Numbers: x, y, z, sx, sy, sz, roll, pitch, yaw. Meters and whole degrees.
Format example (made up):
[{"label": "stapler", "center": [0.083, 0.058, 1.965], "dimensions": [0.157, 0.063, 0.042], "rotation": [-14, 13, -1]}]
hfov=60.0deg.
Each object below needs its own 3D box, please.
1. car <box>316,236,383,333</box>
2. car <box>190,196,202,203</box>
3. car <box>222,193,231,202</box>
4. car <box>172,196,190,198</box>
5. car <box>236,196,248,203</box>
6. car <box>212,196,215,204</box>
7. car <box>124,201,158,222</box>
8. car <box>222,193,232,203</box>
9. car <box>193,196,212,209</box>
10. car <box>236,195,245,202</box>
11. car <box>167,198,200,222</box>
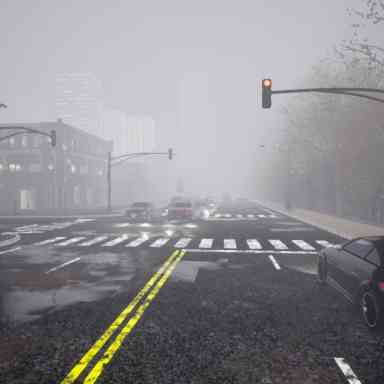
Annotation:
[{"label": "car", "center": [3.952, 1.562, 6.692], "dimensions": [1.994, 1.385, 4.181], "rotation": [0, 0, 6]}, {"label": "car", "center": [0.976, 1.505, 71.875], "dimensions": [2.033, 1.411, 5.357], "rotation": [0, 0, 6]}, {"label": "car", "center": [8.345, 1.194, 79.706], "dimensions": [2.150, 2.045, 5.566], "rotation": [0, 0, 6]}, {"label": "car", "center": [-1.950, 1.337, 45.294], "dimensions": [2.097, 1.767, 4.553], "rotation": [0, 0, 6]}, {"label": "car", "center": [10.452, 1.465, 67.828], "dimensions": [2.128, 1.511, 4.902], "rotation": [0, 0, 6]}, {"label": "car", "center": [3.380, 1.525, 64.127], "dimensions": [2.033, 1.411, 5.357], "rotation": [0, 0, 7]}, {"label": "car", "center": [-3.962, 1.500, 26.375], "dimensions": [1.837, 1.490, 4.892], "rotation": [0, 0, 6]}, {"label": "car", "center": [7.212, 1.478, 68.100], "dimensions": [1.837, 1.490, 4.892], "rotation": [0, 0, 6]}, {"label": "car", "center": [1.408, 1.586, 46.134], "dimensions": [1.895, 1.301, 4.718], "rotation": [0, 0, 6]}, {"label": "car", "center": [11.527, 1.521, 78.909], "dimensions": [1.994, 1.385, 4.181], "rotation": [0, 0, 6]}, {"label": "car", "center": [-0.697, 1.471, 26.347], "dimensions": [1.882, 1.535, 5.008], "rotation": [0, 0, 6]}]
